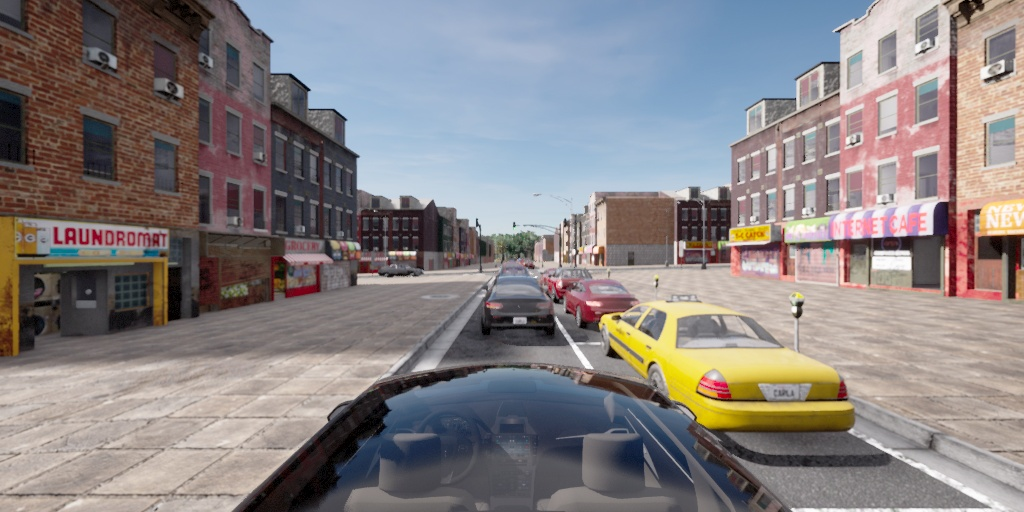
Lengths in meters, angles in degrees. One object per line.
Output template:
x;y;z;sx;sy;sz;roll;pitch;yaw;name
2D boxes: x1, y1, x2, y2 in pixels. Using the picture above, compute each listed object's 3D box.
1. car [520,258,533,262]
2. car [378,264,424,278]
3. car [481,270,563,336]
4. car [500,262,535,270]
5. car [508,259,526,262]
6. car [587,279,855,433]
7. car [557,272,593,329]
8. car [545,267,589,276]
2.696;1.388;59.343;1.967;1.591;4.097;0;0;0;car
-12.229;1.671;39.532;4.902;1.511;2.128;-2;0;0;car
0.107;1.288;10.336;1.812;1.442;4.674;0;0;-2;car
0.106;1.269;18.528;2.128;1.511;4.902;0;0;0;car
-0.036;1.301;33.129;1.882;1.535;5.008;0;0;-2;car
2.641;1.280;5.773;1.751;1.417;4.829;0;0;0;car
2.646;1.345;11.070;1.802;1.307;4.207;0;0;0;car
2.652;1.214;16.536;1.967;1.591;4.097;0;0;0;car
